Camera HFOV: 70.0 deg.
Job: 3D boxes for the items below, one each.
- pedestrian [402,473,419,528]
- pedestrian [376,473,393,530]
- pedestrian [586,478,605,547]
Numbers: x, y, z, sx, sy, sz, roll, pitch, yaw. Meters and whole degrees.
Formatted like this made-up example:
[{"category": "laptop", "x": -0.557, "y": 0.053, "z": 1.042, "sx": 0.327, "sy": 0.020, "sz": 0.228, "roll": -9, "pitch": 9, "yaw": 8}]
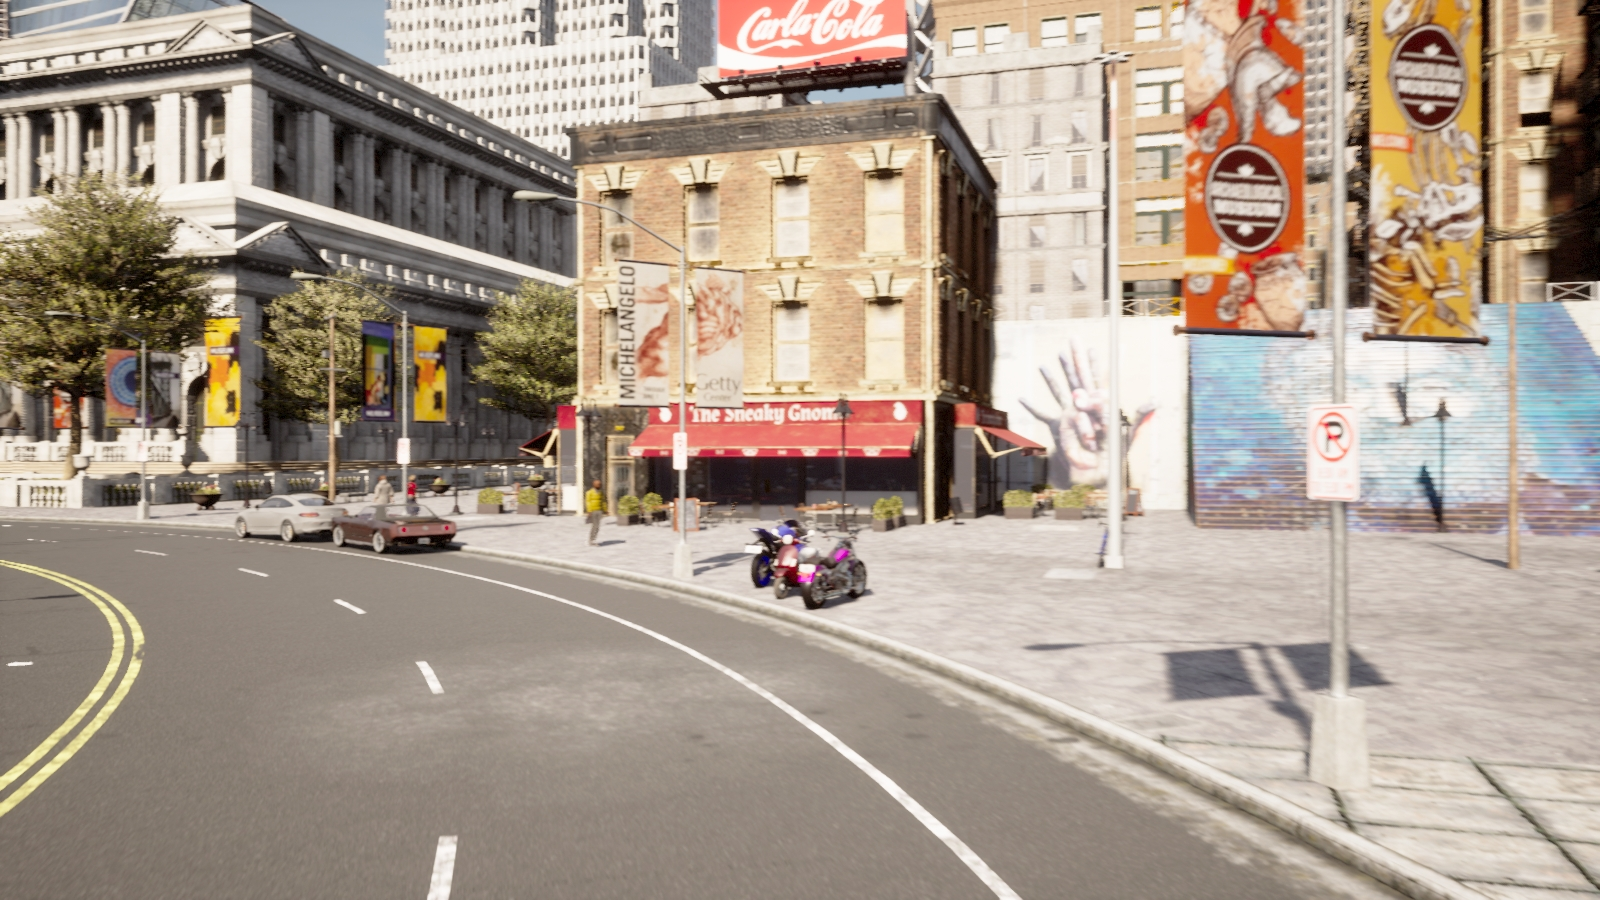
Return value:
[{"category": "pedestrian", "x": -13.263, "y": 1.711, "z": 38.910, "sx": 0.375, "sy": 1.860, "sz": 0.375, "roll": 0, "pitch": 0, "yaw": 19}, {"category": "pedestrian", "x": -13.878, "y": 1.710, "z": 38.154, "sx": 0.375, "sy": 1.860, "sz": 0.375, "roll": 0, "pitch": 0, "yaw": 33}, {"category": "pedestrian", "x": -5.577, "y": 1.702, "z": 31.164, "sx": 0.375, "sy": 1.860, "sz": 0.375, "roll": 0, "pitch": 0, "yaw": -42}]
